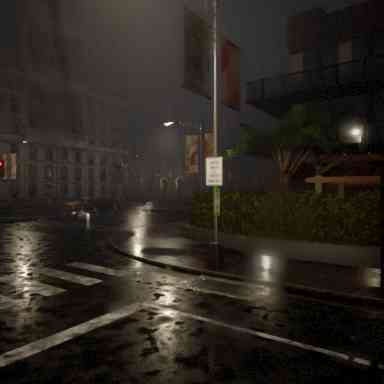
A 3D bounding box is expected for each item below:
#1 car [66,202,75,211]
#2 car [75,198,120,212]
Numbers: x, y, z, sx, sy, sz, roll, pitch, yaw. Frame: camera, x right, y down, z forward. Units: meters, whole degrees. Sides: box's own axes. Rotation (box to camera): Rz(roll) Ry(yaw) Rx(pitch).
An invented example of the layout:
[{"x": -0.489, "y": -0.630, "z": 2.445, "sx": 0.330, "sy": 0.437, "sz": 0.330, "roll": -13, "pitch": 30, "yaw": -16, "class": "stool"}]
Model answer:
[{"x": -13.024, "y": 1.477, "z": 40.851, "sx": 1.882, "sy": 1.535, "sz": 5.008, "roll": 0, "pitch": 0, "yaw": 35, "class": "car"}, {"x": -10.527, "y": 1.505, "z": 38.309, "sx": 1.837, "sy": 1.490, "sz": 4.892, "roll": 0, "pitch": 0, "yaw": 36, "class": "car"}]
